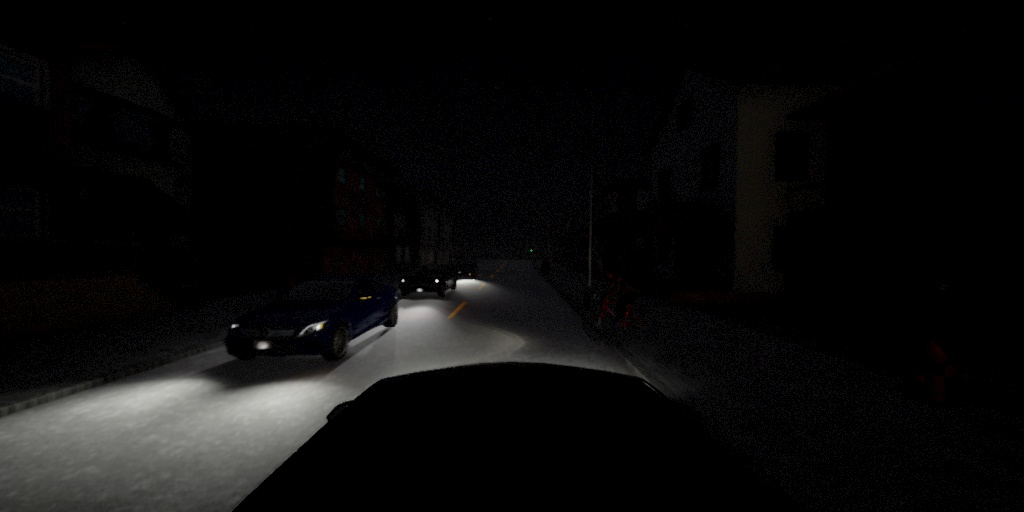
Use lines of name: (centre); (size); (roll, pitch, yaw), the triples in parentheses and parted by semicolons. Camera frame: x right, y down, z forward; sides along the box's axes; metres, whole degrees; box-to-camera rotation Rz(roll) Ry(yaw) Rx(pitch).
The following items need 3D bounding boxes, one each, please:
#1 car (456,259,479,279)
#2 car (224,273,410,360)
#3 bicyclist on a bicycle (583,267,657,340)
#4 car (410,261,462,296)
car: (-3.665, 0.941, 27.266); (1.994, 1.385, 4.181); (1, 1, 1)
car: (-3.986, 1.146, 8.109); (1.812, 1.442, 4.674); (1, 1, 1)
bicyclist on a bicycle: (2.380, 1.059, 7.987); (1.656, 1.620, 0.582); (-3, 1, 1)
car: (-3.846, 1.104, 17.288); (1.895, 1.301, 4.718); (1, 1, 1)
